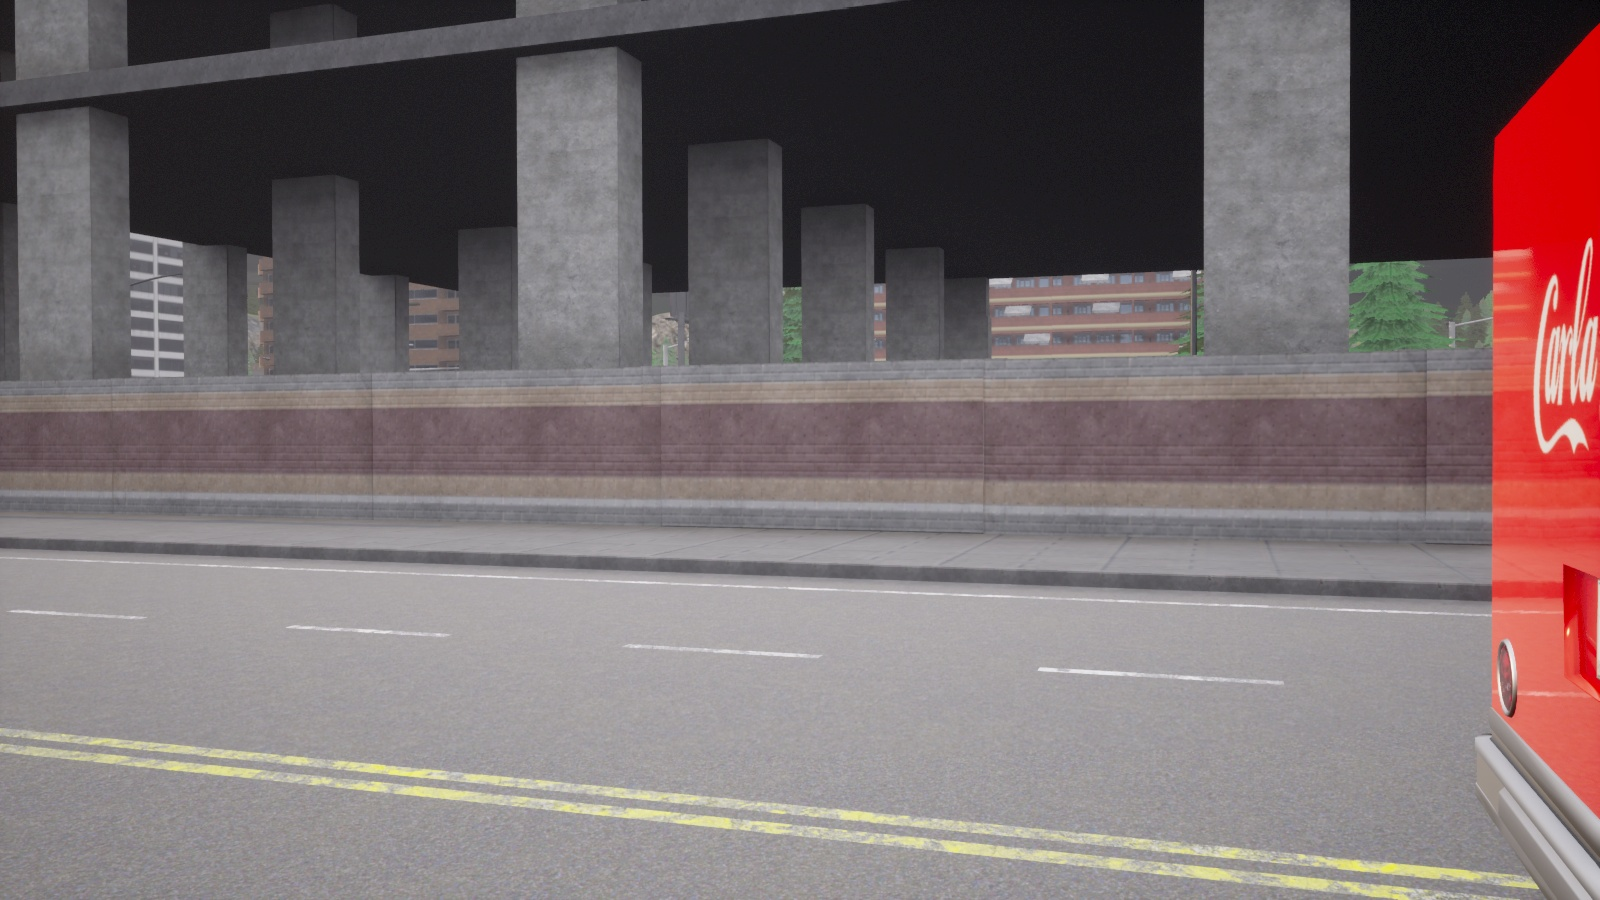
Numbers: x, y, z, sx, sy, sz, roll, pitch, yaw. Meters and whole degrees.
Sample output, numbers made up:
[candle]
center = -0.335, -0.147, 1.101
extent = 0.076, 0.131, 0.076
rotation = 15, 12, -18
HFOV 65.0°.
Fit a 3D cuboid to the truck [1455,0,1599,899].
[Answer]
[truck]
center = 4.085, 0.326, 1.809
extent = 5.204, 2.467, 2.627
rotation = 1, 1, 19
